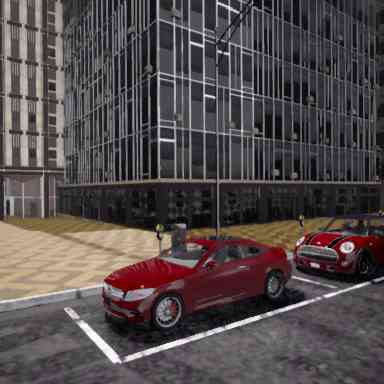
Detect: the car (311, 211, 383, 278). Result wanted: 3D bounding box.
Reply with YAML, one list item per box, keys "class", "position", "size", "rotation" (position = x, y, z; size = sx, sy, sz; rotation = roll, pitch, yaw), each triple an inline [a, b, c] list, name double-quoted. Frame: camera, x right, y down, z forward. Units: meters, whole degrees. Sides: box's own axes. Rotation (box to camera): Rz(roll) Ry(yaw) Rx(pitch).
- class: "car"
  position: [4.921, 1.437, 10.080]
  size: [4.097, 1.590, 1.967]
  rotation: [0, -1, -35]

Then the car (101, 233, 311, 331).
- class: "car"
  position: [0.294, 1.580, 6.778]
  size: [4.206, 1.307, 1.802]
  rotation: [0, -1, -35]
